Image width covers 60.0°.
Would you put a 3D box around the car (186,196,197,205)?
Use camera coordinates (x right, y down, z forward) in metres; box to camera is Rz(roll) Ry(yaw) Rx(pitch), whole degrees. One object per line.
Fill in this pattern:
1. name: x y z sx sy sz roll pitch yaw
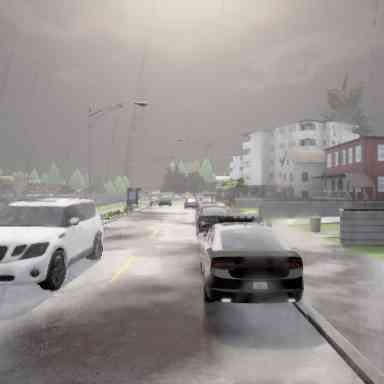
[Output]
1. car: -0.097 1.478 59.104 1.882 1.535 5.008 0 0 0

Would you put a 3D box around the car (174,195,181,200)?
1. car: -4.153 1.525 91.322 1.812 1.442 4.674 0 0 0

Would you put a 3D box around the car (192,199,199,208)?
1. car: 1.159 1.506 24.264 1.837 1.490 4.892 0 0 0

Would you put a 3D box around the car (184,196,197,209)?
1. car: -0.050 1.564 45.779 1.994 1.385 4.181 0 0 0

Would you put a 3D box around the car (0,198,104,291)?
1. car: -4.116 1.221 9.346 2.150 2.045 5.566 0 0 0

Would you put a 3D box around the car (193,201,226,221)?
1. car: 1.169 1.478 18.264 1.882 1.535 5.008 0 0 0

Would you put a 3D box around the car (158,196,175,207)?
1. car: -4.182 1.601 51.769 1.895 1.301 4.718 0 0 0

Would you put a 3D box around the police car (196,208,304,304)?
1. police car: 1.186 1.425 8.374 1.930 1.638 5.238 0 0 0
